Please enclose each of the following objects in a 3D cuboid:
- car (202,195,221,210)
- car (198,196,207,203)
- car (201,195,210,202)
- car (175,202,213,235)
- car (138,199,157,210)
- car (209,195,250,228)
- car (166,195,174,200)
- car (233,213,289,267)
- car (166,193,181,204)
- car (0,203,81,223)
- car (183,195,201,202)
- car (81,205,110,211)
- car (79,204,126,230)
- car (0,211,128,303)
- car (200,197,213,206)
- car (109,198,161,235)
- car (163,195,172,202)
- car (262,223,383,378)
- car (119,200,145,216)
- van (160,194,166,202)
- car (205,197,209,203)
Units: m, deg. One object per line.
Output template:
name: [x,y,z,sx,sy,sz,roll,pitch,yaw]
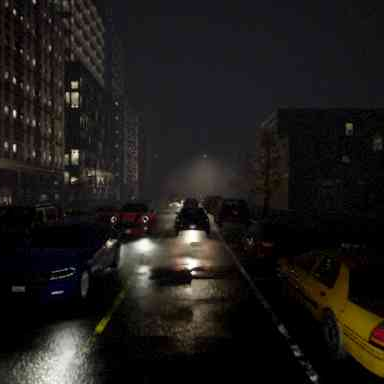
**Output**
car: [2.479,1.336,44.324,2.192,1.841,5.009,0,0,0]
car: [2.340,1.632,72.008,1.802,1.307,4.206,0,0,0]
car: [2.506,1.331,38.788,2.192,1.841,5.009,0,0,0]
car: [0.012,1.531,18.786,1.812,1.442,4.674,0,0,0]
car: [-5.902,1.596,44.284,1.947,1.339,4.313,0,0,0]
car: [2.589,1.320,22.176,2.192,1.841,5.009,0,0,0]
car: [-6.150,1.532,94.117,1.967,1.590,4.097,0,0,0]
car: [2.643,1.582,11.102,1.802,1.307,4.206,0,0,0]
car: [-3.329,1.281,65.912,2.150,2.045,5.566,0,0,0]
car: [-5.736,1.324,11.063,2.192,1.841,5.009,0,0,0]
car: [-0.107,1.499,41.642,1.882,1.535,5.008,0,0,0]
car: [-5.765,1.562,16.600,2.008,1.369,4.403,0,0,0]
car: [-5.792,1.559,22.136,1.887,1.381,4.507,0,0,0]
car: [-3.142,1.483,8.512,1.882,1.535,5.008,0,0,0]
car: [2.423,1.597,55.397,1.947,1.339,4.313,0,0,0]
car: [-3.176,1.362,18.728,2.097,1.767,4.553,0,0,0]
car: [-6.094,1.600,82.873,1.752,1.417,4.829,0,0,0]
car: [2.670,1.524,5.735,1.752,1.417,4.829,0,0,0]
car: [-5.847,1.547,33.041,1.752,1.417,4.829,0,0,0]
van: [-6.040,1.401,71.969,1.690,1.788,3.998,0,0,0]
car: [2.532,1.537,33.420,1.752,1.417,4.829,0,0,0]
